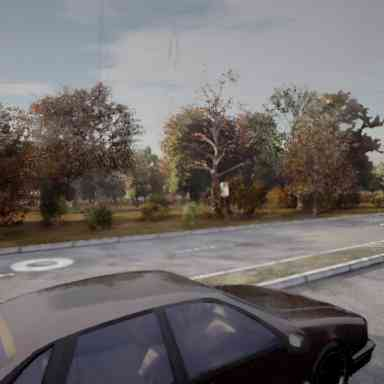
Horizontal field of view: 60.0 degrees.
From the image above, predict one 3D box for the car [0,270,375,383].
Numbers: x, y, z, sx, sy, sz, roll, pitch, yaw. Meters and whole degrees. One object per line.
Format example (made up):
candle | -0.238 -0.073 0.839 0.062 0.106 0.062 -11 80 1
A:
car | -0.453 1.535 3.117 5.357 1.411 2.033 -1 0 -36
